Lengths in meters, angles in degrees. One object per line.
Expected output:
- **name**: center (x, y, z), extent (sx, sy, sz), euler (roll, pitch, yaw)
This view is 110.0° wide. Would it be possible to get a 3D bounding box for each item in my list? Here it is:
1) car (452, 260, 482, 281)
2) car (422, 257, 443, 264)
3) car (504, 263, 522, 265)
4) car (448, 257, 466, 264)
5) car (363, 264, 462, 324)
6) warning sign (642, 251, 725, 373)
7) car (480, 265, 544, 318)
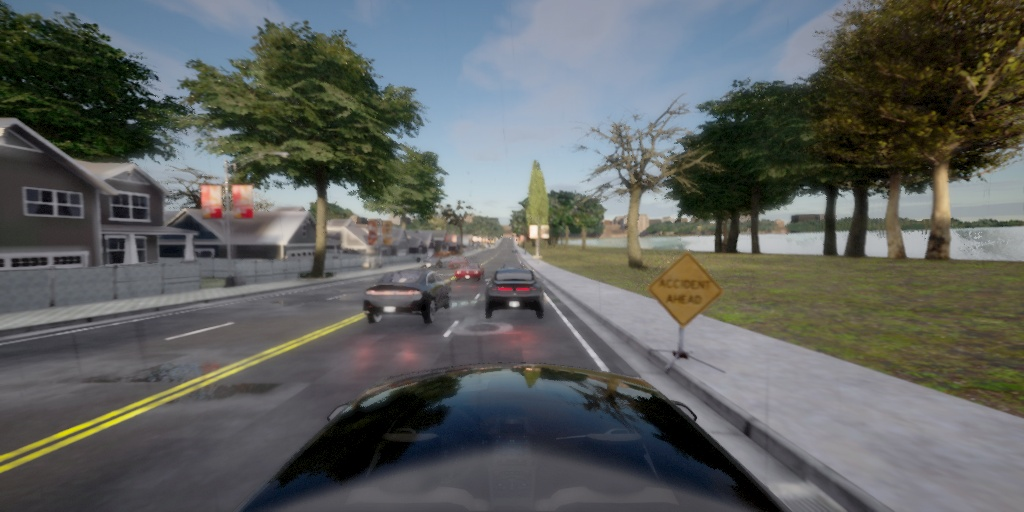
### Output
- **car**: center (-3.179, 1.195, 27.935), extent (1.895, 1.301, 4.718), euler (0, 0, 0)
- **car**: center (-9.855, 0.883, 44.691), extent (2.128, 1.511, 4.902), euler (0, 1, 0)
- **car**: center (0.072, 1.196, 27.932), extent (1.895, 1.301, 4.718), euler (0, 0, 0)
- **car**: center (-6.606, 0.875, 44.251), extent (1.882, 1.535, 5.008), euler (0, 1, 0)
- **car**: center (-3.177, 1.185, 11.773), extent (2.128, 1.511, 4.902), euler (0, 0, 0)
- **warning sign**: center (2.847, 0.844, 6.087), extent (1.300, 1.860, 1.060), euler (0, 0, 0)
- **car**: center (0.077, 1.191, 12.738), extent (1.837, 1.490, 4.892), euler (0, -1, 0)
